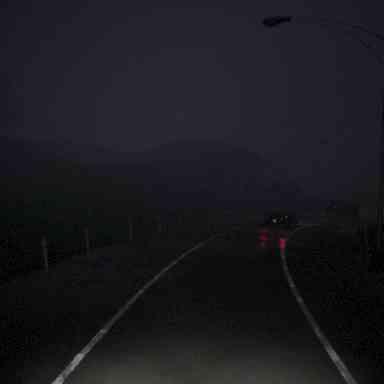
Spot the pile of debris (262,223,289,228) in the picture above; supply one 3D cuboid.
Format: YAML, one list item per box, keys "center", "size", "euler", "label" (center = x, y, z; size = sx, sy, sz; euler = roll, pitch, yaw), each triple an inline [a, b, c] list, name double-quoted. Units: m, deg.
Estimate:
- center: [6.117, 2.441, 24.402]
  size: [1.500, 0.140, 1.860]
  euler: [2, 1, 28]
  label: "pile of debris"

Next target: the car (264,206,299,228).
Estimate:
- center: [6.753, 1.812, 24.947]
  size: [1.812, 1.442, 4.674]
  euler: [2, 0, 28]
  label: "car"

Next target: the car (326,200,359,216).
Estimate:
- center: [17.169, 1.694, 37.837]
  size: [4.553, 1.767, 2.097]
  euler: [-1, 4, -42]
  label: "car"
